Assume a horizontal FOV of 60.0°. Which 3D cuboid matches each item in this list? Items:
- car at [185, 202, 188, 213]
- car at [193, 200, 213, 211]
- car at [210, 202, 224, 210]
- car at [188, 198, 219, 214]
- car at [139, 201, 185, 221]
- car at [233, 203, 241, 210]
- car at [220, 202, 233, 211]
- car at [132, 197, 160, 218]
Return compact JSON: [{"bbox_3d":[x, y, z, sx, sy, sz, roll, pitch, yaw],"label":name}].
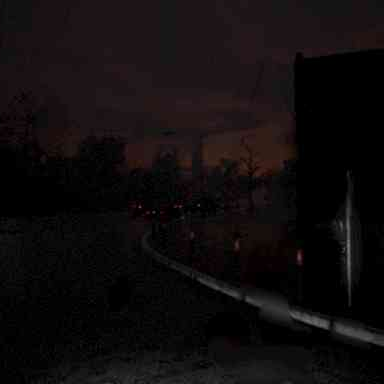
[{"bbox_3d":[-1.247,2.142,45.610,2.128,1.511,4.902,-1,-2,19],"label":"car"},{"bbox_3d":[1.830,2.251,55.208,2.097,1.767,4.553,-1,-2,18],"label":"car"},{"bbox_3d":[4.892,2.669,64.622,1.812,1.442,4.674,-1,-2,18],"label":"car"},{"bbox_3d":[1.733,1.795,43.960,2.150,2.045,5.566,-1,-2,17],"label":"car"},{"bbox_3d":[-2.473,1.749,29.192,2.033,1.411,5.357,-1,-1,13],"label":"car"},{"bbox_3d":[8.121,2.695,64.040,1.895,1.301,4.718,-1,-2,18],"label":"car"},{"bbox_3d":[4.927,2.365,54.213,1.812,1.442,4.674,-1,-2,18],"label":"car"},{"bbox_3d":[-4.358,1.600,35.034,2.150,2.045,5.566,-1,-2,15],"label":"car"}]
